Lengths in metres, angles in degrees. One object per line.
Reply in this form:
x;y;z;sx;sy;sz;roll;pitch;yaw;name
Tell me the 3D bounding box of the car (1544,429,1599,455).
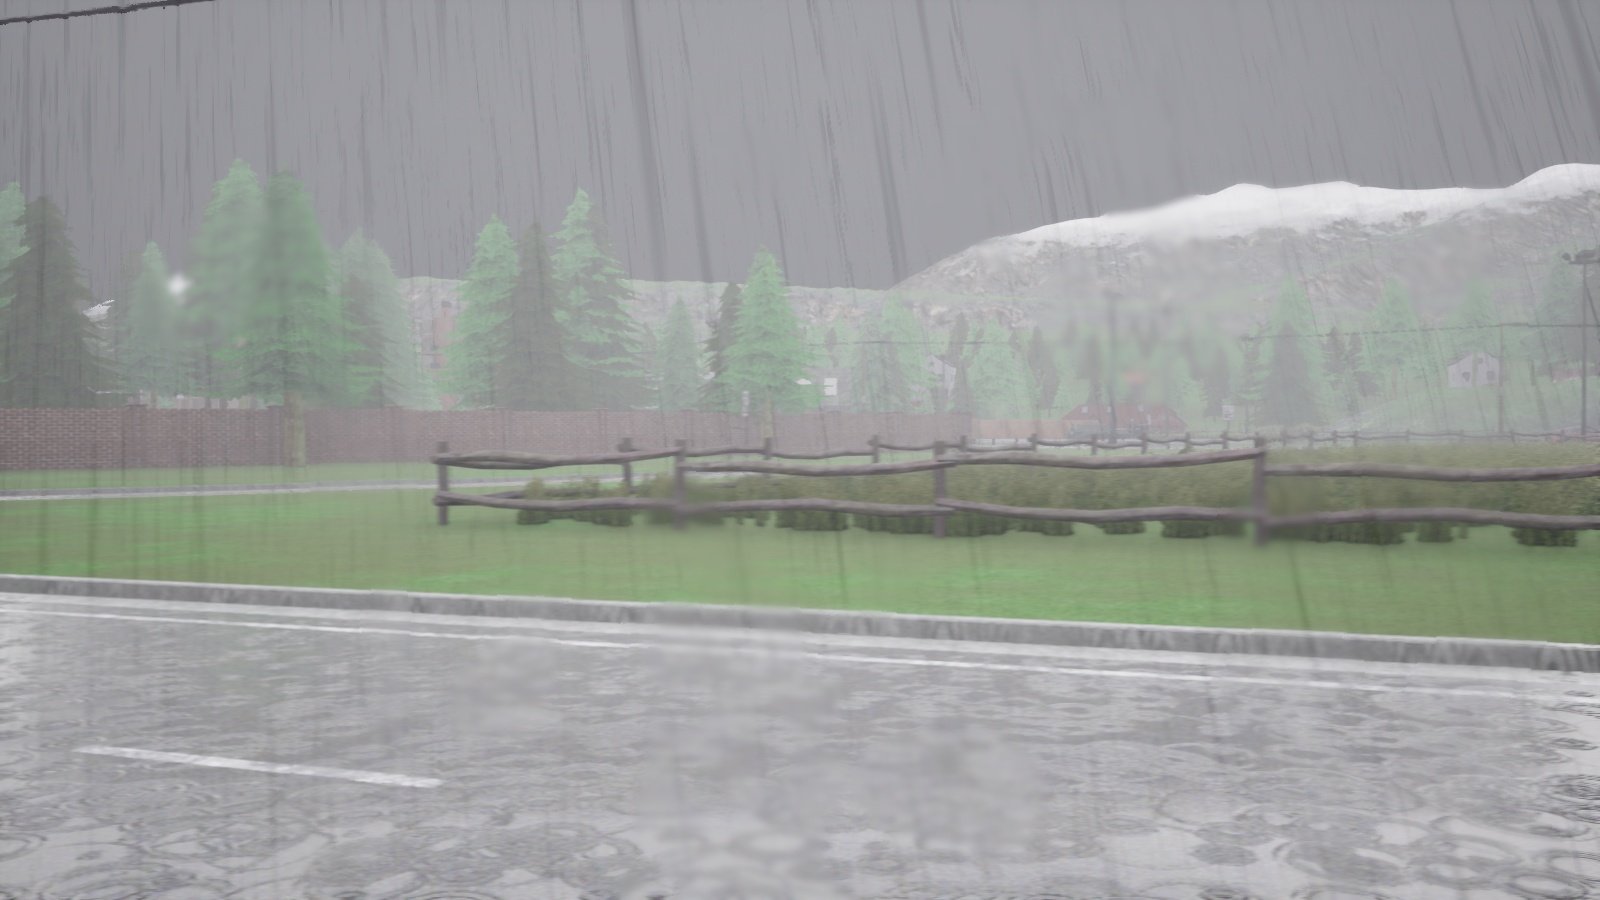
52.617;-0.534;83.539;5.027;1.651;2.152;1;1;18;car
